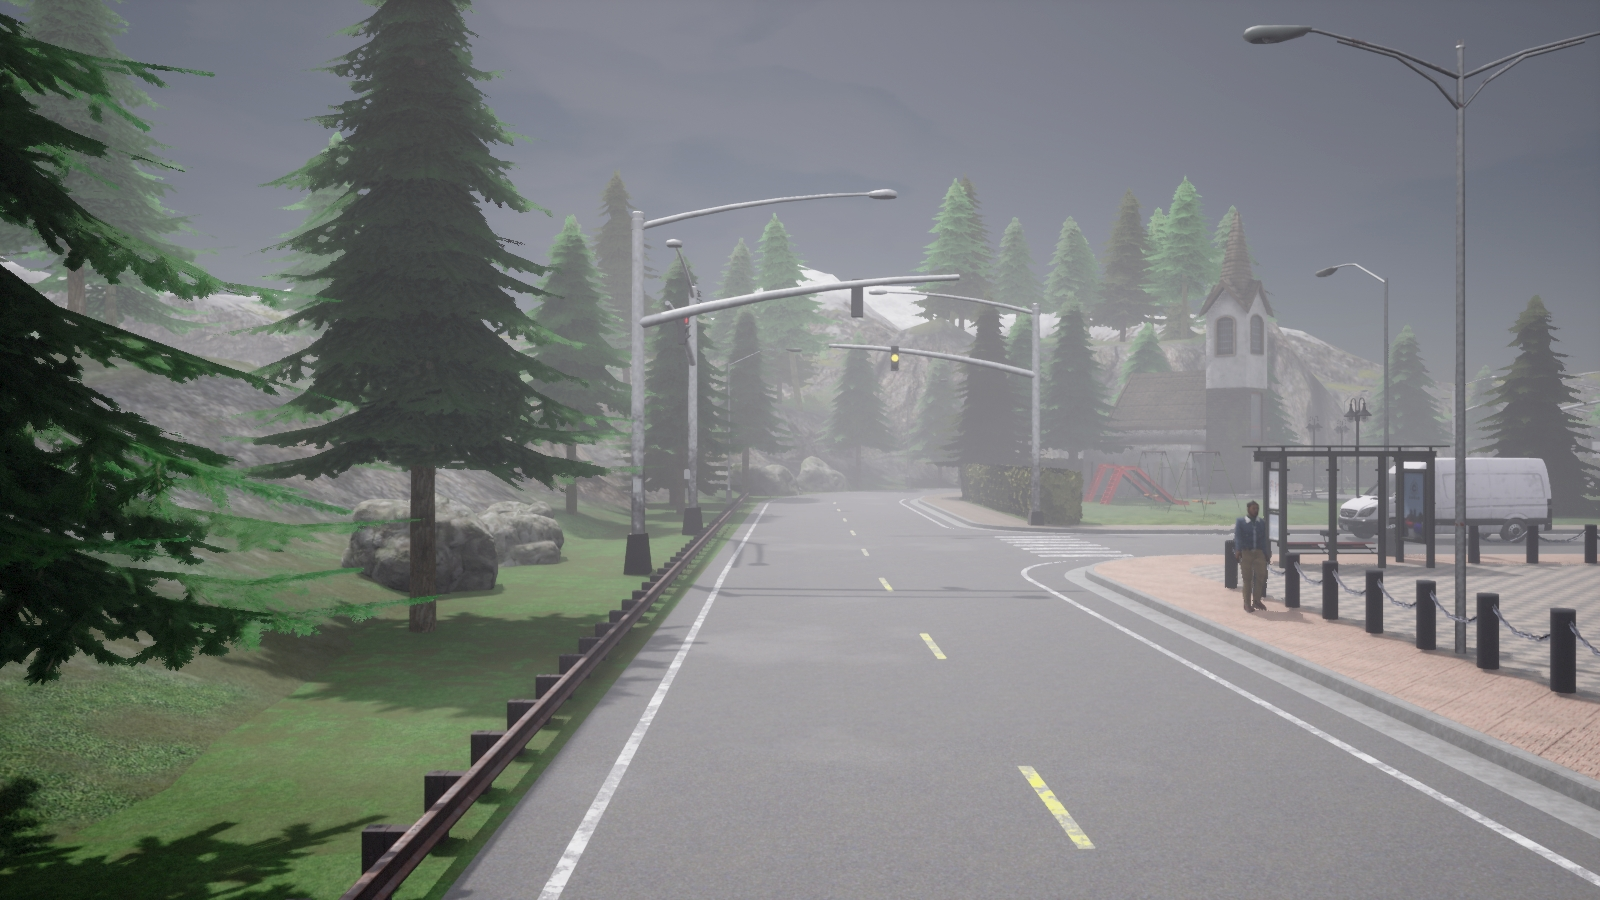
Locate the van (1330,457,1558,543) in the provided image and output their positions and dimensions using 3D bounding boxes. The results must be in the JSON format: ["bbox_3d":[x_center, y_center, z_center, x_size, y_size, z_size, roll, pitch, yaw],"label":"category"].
[{"bbox_3d":[19.746,1.515,35.223,5.915,2.561,1.988,0,0,0],"label":"van"}]

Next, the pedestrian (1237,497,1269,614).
[{"bbox_3d":[7.299,1.691,18.421,0.375,1.860,0.375,0,0,-1],"label":"pedestrian"}]
